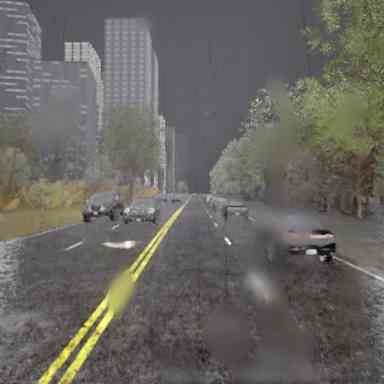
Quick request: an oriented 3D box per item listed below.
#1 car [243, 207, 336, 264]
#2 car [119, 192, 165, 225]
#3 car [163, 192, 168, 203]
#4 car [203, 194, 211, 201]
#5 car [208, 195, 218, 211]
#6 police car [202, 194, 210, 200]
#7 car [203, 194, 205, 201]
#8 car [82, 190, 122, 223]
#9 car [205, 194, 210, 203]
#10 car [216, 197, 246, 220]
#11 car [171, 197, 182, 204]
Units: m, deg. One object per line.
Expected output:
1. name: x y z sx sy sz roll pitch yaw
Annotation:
1. car: 3.351 1.474 11.740 2.128 1.511 4.902 0 0 0
2. car: -3.314 1.136 22.981 2.097 1.767 4.553 0 1 1
3. car: -6.097 1.117 67.603 2.150 2.045 5.566 0 0 1
4. car: 3.837 1.319 84.111 1.837 1.490 4.892 1 0 1
5. car: 3.373 1.423 40.087 2.128 1.511 4.902 -1 0 1
6. police car: 3.918 1.335 95.120 2.038 1.542 4.974 0 0 1
7. car: 3.622 1.316 62.289 1.801 1.575 5.366 1 0 1
8. car: -6.610 0.976 25.447 2.150 2.045 5.566 -4 2 0
9. car: 3.484 1.414 51.091 2.128 1.511 4.902 -1 0 1
10. car: 3.413 1.412 27.185 2.128 1.511 4.902 1 0 0
11. car: -2.907 1.512 63.149 1.895 1.301 4.718 0 0 1
